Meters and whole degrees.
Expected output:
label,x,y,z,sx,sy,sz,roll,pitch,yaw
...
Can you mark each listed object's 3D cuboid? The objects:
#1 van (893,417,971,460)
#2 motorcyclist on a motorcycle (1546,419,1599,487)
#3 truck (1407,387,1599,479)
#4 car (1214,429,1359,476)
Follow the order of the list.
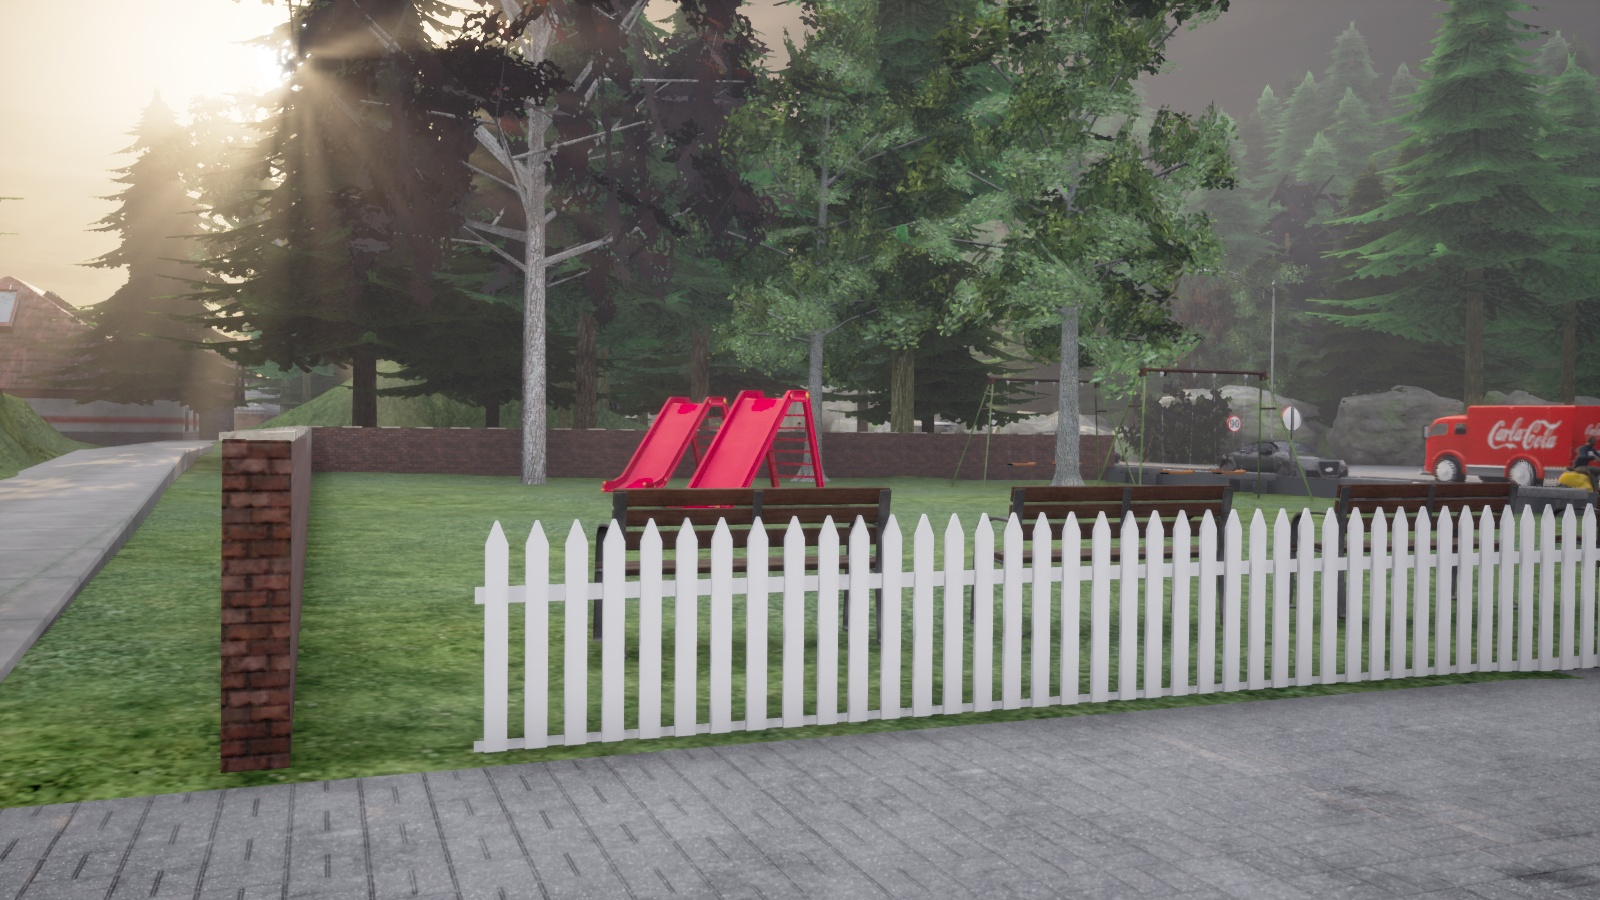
label,x,y,z,sx,sy,sz,roll,pitch,yaw
van,6.538,-0.567,62.672,2.069,2.038,4.480,-1,1,-21
motorcyclist on a motorcycle,19.005,0.057,30.073,0.866,1.590,1.817,-1,1,-21
truck,20.795,-0.505,36.572,2.627,2.467,5.204,-1,1,-21
car,15.305,0.050,39.749,1.994,1.385,4.181,-1,1,-21
